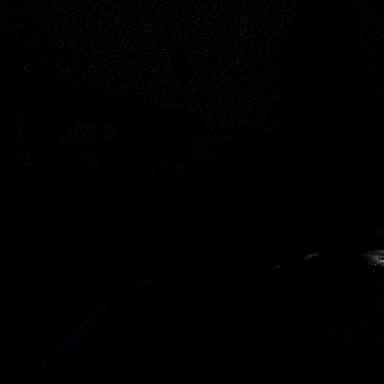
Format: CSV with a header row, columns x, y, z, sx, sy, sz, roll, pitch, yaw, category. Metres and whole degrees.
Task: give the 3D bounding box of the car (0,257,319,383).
x,y,z,sx,sy,sz,roll,pitch,yaw,category
-0.706,1.557,3.750,5.357,1.411,2.033,0,0,-39,car
